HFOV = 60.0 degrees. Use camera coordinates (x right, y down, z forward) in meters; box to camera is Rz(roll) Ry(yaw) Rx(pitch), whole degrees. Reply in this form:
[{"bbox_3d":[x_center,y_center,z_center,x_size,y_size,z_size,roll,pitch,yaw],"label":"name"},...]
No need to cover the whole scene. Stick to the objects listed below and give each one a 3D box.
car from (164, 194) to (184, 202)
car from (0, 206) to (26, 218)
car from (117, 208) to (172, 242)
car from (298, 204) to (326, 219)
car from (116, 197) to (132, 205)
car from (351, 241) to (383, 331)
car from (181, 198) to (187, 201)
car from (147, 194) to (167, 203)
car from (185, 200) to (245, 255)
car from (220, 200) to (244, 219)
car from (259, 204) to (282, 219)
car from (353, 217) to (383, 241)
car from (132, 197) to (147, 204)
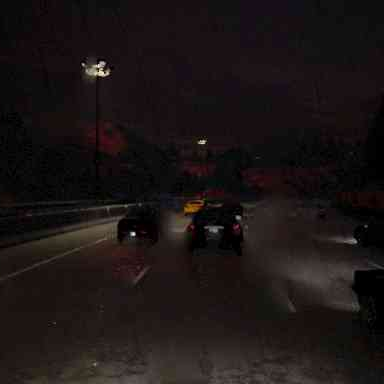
[{"bbox_3d":[-2.411,1.649,59.255,2.128,1.511,4.902,0,0,22],"label":"car"},{"bbox_3d":[-12.541,1.587,20.693,2.033,1.411,5.357,0,0,8],"label":"car"},{"bbox_3d":[-2.238,1.547,16.636,1.837,1.490,4.892,0,0,7],"label":"car"},{"bbox_3d":[10.593,1.696,29.776,1.895,1.301,4.718,0,0,12],"label":"car"},{"bbox_3d":[-12.375,1.646,62.570,2.128,1.511,4.902,0,0,22],"label":"car"},{"bbox_3d":[3.767,1.617,3.943,1.895,1.301,4.718,0,0,2],"label":"car"},{"bbox_3d":[0.638,1.569,33.213,1.882,1.535,5.008,0,0,13],"label":"car"},{"bbox_3d":[-5.522,1.377,60.930,2.150,2.045,5.566,0,0,22],"label":"car"},{"bbox_3d":[0.969,1.391,13.804,2.097,1.767,4.553,0,0,5],"label":"car"},{"bbox_3d":[3.872,1.596,31.655,1.837,1.490,4.892,0,0,12],"label":"car"},{"bbox_3d":[7.045,1.692,29.901,1.895,1.301,4.718,0,0,12],"label":"car"},{"bbox_3d":[7.794,1.592,12.190,2.033,1.411,5.357,0,0,5],"label":"car"},{"bbox_3d":[-8.741,1.661,62.223,1.837,1.490,4.892,0,0,22],"label":"car"}]
